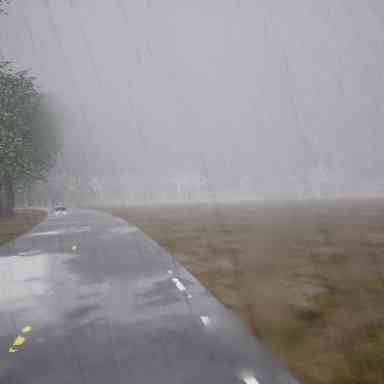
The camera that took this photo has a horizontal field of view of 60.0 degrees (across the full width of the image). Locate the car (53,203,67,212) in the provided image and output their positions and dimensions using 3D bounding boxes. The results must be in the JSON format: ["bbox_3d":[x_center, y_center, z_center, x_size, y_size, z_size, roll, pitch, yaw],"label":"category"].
[{"bbox_3d":[-22.008,2.538,55.314,2.033,1.411,5.357,-3,0,-25],"label":"car"}]
